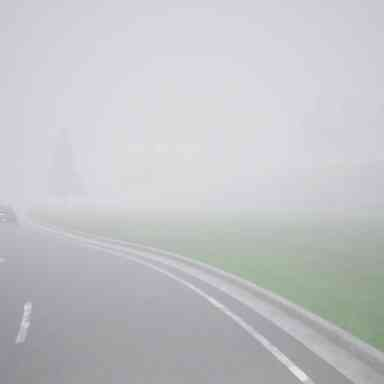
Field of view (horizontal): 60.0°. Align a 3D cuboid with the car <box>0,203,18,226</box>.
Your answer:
[{"bbox_3d":[-14.858,1.829,26.009,2.128,1.511,4.902,-1,0,-33],"label":"car"}]

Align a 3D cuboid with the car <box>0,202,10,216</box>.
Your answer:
[{"bbox_3d":[-23.429,2.055,40.711,1.812,1.442,4.674,-1,0,-27],"label":"car"}]
